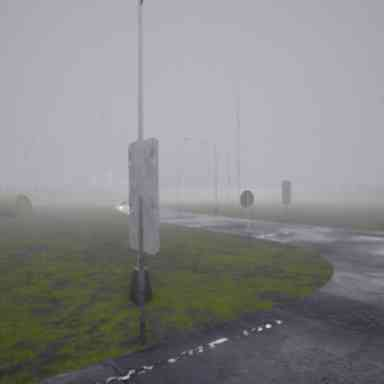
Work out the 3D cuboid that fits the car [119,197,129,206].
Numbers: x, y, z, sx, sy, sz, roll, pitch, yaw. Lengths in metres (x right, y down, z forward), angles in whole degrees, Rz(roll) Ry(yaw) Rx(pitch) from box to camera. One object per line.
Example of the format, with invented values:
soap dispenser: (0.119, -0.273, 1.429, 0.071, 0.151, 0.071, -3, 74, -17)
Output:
car: (-10.972, 1.541, 55.225, 1.837, 1.490, 4.892, -1, 0, -12)
